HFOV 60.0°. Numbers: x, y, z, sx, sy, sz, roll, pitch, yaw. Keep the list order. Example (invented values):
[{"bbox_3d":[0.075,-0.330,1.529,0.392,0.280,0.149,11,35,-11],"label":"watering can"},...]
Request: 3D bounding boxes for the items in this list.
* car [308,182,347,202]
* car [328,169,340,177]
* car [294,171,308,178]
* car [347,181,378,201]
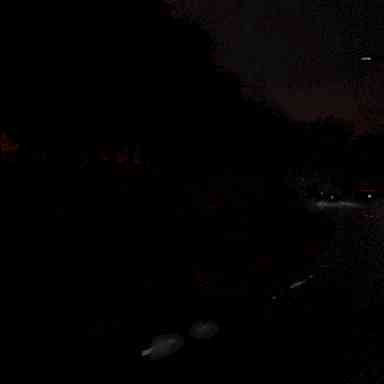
[{"bbox_3d":[11.398,-0.096,28.880,1.812,1.442,4.674,0,6,5],"label":"car"},{"bbox_3d":[27.794,-3.714,65.026,1.970,1.475,3.806,-1,2,31],"label":"car"},{"bbox_3d":[22.131,-3.545,67.664,1.895,1.301,4.718,-1,3,29],"label":"car"},{"bbox_3d":[14.422,-0.175,29.002,1.837,1.490,4.892,0,6,5],"label":"car"}]
